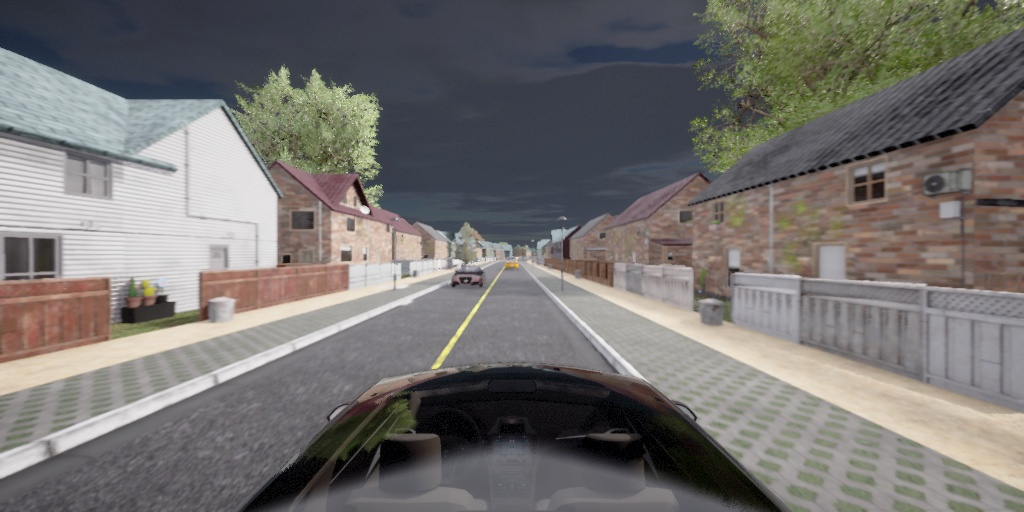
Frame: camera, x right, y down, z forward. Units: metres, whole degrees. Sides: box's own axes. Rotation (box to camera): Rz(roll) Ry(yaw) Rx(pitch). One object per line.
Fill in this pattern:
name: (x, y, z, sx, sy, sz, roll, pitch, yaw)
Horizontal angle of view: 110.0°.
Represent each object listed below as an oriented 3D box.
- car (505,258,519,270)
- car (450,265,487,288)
car: (-0.004, 1.217, 52.354, 1.882, 1.535, 5.008, 0, 0, 0)
car: (-2.777, 1.312, 23.636, 1.994, 1.385, 4.181, 0, 0, 1)
